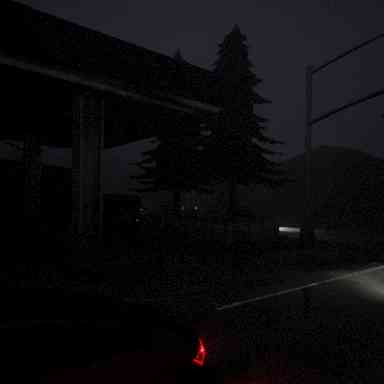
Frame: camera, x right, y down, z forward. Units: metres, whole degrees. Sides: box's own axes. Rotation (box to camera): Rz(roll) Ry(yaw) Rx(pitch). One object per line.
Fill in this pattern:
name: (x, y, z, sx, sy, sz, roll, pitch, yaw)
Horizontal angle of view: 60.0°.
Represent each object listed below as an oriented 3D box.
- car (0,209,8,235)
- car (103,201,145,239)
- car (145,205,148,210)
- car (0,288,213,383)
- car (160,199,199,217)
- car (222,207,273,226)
car: (-11.652, 1.520, 18.480, 2.242, 1.667, 4.611, 1, 0, -36)
car: (-4.521, 1.445, 18.298, 1.905, 1.878, 3.866, 1, 0, -36)
car: (-7.470, 1.662, 41.332, 2.033, 1.411, 5.357, 1, 0, -35)
car: (-1.843, 1.620, 2.692, 4.181, 1.385, 1.994, 1, -1, -36)
car: (-1.321, 1.539, 32.667, 2.097, 1.767, 4.553, 1, 0, -36)
car: (4.098, 1.814, 25.028, 1.994, 1.385, 4.181, 1, 0, -35)
